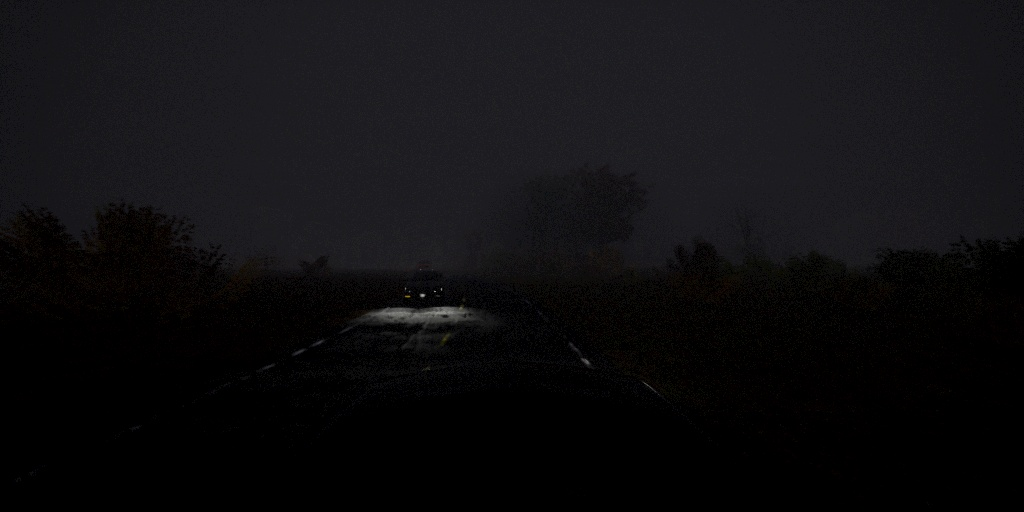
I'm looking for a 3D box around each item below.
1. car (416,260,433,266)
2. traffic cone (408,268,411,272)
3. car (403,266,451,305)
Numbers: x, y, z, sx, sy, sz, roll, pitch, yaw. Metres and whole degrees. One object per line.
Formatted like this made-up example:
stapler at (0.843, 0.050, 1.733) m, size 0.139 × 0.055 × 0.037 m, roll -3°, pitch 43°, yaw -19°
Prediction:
car at (-13.868, 1.639, 56.705) m, size 2.150 × 2.045 × 5.566 m, roll 0°, pitch -1°, yaw -21°
traffic cone at (-16.678, 2.257, 58.222) m, size 0.340 × 0.580 × 0.340 m, roll 0°, pitch 0°, yaw 2°
car at (-4.085, 1.449, 17.635) m, size 1.837 × 1.490 × 4.892 m, roll 0°, pitch -1°, yaw -7°
